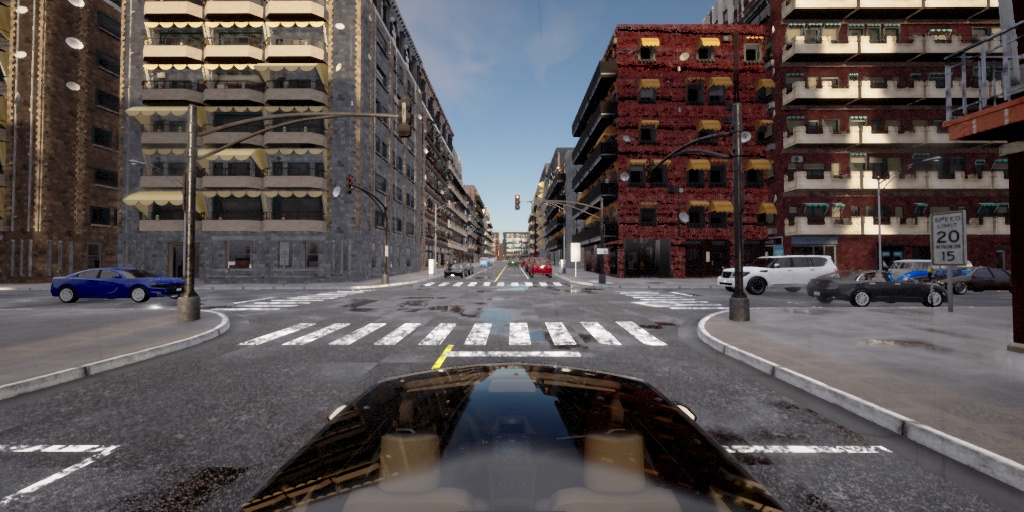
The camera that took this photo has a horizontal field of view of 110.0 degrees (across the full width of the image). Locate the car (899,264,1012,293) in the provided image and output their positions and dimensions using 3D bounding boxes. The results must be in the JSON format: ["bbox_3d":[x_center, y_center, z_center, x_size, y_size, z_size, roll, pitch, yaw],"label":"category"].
[{"bbox_3d":[24.318,1.271,18.989,5.357,1.411,2.033,0,-1,0],"label":"car"}]

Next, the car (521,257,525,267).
[{"bbox_3d":[2.661,1.086,45.051,2.192,1.841,5.009,0,0,0],"label":"car"}]

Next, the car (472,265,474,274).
[{"bbox_3d":[-5.232,1.331,39.461,1.948,1.339,4.313,0,0,0],"label":"car"}]

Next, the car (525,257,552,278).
[{"bbox_3d":[2.637,1.077,33.928,2.192,1.841,5.009,0,0,0],"label":"car"}]

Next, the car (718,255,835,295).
[{"bbox_3d":[14.066,0.969,19.046,5.566,2.045,2.150,0,-1,0],"label":"car"}]

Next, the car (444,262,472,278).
[{"bbox_3d":[-5.244,1.328,33.900,1.948,1.339,4.313,0,0,0],"label":"car"}]

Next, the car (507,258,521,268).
[{"bbox_3d":[0.233,1.178,64.447,2.097,1.767,4.553,0,0,0],"label":"car"}]

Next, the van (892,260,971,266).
[{"bbox_3d":[24.946,1.115,21.438,3.998,1.789,1.690,0,0,0],"label":"van"}]

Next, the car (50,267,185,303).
[{"bbox_3d":[-17.582,1.255,16.242,5.008,1.535,1.882,0,-1,0],"label":"car"}]

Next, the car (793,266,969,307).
[{"bbox_3d":[13.771,1.185,13.610,4.403,1.370,2.007,0,0,0],"label":"car"}]
